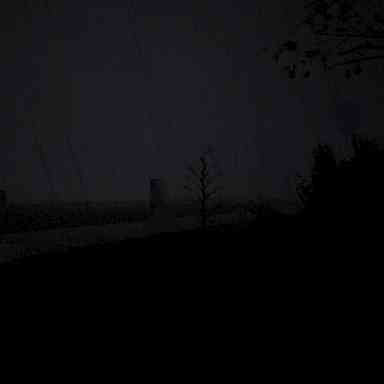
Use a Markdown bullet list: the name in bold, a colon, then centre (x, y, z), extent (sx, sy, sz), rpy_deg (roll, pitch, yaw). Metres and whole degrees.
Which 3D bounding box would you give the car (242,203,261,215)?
- **car**: centre (6.644, 1.692, 33.067), extent (1.895, 1.301, 4.718), rpy_deg (0, 0, 35)
